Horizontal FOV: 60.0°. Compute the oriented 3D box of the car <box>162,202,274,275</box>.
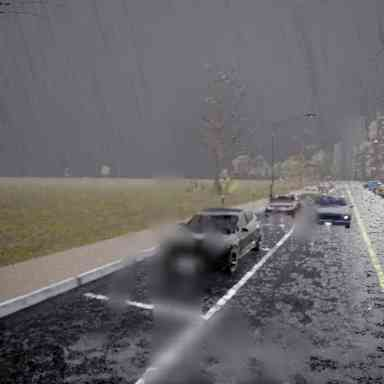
[{"bbox_3d":[0.795,1.149,9.323,1.947,1.339,4.313,2,3,24],"label":"car"}]

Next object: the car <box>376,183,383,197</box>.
[{"bbox_3d":[22.364,-0.030,37.561,1.752,1.417,4.829,2,3,24],"label":"car"}]

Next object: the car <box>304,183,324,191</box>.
[{"bbox_3d":[12.468,0.043,34.860,1.752,1.417,4.829,2,3,24],"label":"car"}]

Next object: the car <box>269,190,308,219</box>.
[{"bbox_3d":[5.491,0.736,19.601,1.802,1.307,4.206,2,3,24],"label":"car"}]

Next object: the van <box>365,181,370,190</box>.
[{"bbox_3d":[31.702,-1.063,57.978,1.690,1.788,3.998,2,3,24],"label":"van"}]

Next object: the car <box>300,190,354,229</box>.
[{"bbox_3d":[6.854,0.846,16.432,2.033,1.411,5.357,1,3,25],"label":"car"}]

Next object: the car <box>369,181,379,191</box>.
[{"bbox_3d":[26.997,-0.536,47.692,1.967,1.590,4.097,2,3,24],"label":"car"}]

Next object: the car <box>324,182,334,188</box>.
[{"bbox_3d":[31.326,-1.630,76.126,1.947,1.339,4.313,2,3,24],"label":"car"}]

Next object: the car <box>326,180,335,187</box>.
[{"bbox_3d":[36.025,-2.180,86.398,1.967,1.590,4.097,2,3,24],"label":"car"}]

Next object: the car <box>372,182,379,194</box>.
[{"bbox_3d":[24.644,-0.212,42.553,2.008,1.369,4.403,2,3,24],"label":"car"}]

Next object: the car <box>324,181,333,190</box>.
[{"bbox_3d":[21.932,-0.793,55.571,2.008,1.369,4.403,2,3,24],"label":"car"}]
